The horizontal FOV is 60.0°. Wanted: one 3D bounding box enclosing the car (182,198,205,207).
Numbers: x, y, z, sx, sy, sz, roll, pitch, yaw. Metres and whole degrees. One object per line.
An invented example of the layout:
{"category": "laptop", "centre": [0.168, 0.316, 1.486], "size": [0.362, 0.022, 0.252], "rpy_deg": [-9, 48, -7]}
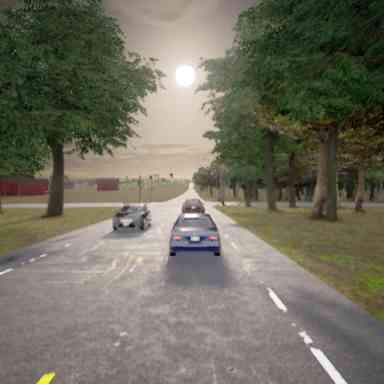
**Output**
{"category": "car", "centre": [0.112, 1.379, 31.318], "size": [2.097, 1.767, 4.553], "rpy_deg": [0, 0, 0]}

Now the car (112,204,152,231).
{"category": "car", "centre": [-3.592, 1.492, 20.602], "size": [2.128, 1.511, 4.902], "rpy_deg": [0, 0, 0]}

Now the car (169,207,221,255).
{"category": "car", "centre": [0.104, 1.541, 13.150], "size": [2.033, 1.411, 5.357], "rpy_deg": [0, 0, 0]}
